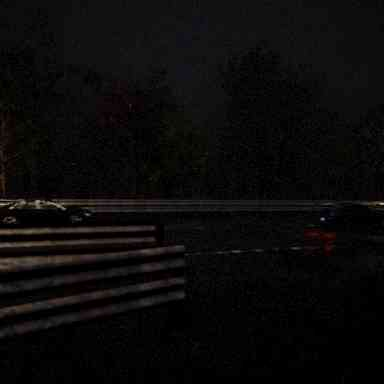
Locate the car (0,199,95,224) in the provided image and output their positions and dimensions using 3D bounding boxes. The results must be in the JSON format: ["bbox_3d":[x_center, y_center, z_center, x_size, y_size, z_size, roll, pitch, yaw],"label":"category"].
[{"bbox_3d":[-7.575,1.134,17.108,4.902,1.511,2.128,1,0,-21],"label":"car"}]

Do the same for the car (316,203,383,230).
[{"bbox_3d":[9.619,1.402,19.840,4.674,1.442,1.812,1,0,-21],"label":"car"}]
